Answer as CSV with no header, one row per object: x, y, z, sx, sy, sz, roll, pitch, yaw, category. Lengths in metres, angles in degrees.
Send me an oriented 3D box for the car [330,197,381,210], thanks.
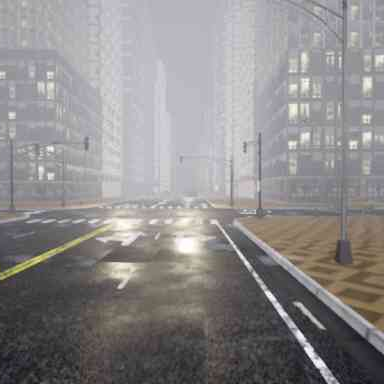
17.116,1.164,34.864,4.829,1.417,1.752,0,1,2,car

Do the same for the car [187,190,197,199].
0.063,0.497,77.488,2.150,2.045,5.566,0,0,0,car

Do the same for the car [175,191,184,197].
-3.179,0.569,87.463,2.128,1.511,4.902,0,0,0,car

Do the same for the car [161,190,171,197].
-6.434,0.221,81.658,2.097,1.767,4.553,0,0,0,car

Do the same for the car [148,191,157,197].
-9.684,0.405,81.632,2.033,1.411,5.357,0,0,0,car

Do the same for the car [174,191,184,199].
-3.187,0.867,77.493,1.895,1.301,4.718,0,0,0,car
